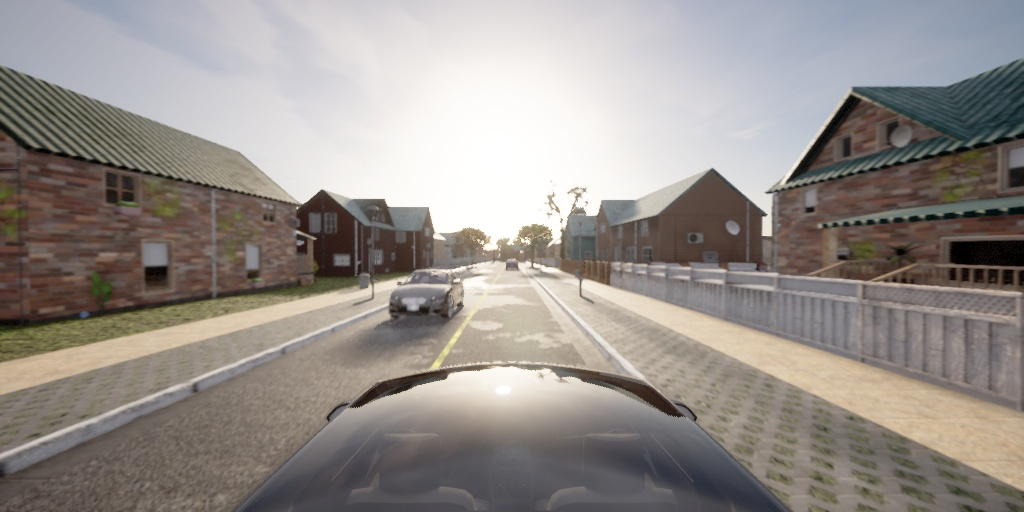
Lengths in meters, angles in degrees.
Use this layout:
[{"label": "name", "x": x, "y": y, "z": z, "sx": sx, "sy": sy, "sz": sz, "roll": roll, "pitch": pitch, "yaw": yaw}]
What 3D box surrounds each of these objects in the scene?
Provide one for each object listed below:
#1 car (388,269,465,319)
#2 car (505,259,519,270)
[{"label": "car", "x": -2.834, "y": 1.220, "z": 12.747, "sx": 2.128, "sy": 1.511, "sz": 4.902, "roll": 0, "pitch": 0, "yaw": 0}, {"label": "car", "x": 0.002, "y": 1.219, "z": 53.948, "sx": 1.882, "sy": 1.535, "sz": 5.008, "roll": 0, "pitch": 0, "yaw": 0}]
